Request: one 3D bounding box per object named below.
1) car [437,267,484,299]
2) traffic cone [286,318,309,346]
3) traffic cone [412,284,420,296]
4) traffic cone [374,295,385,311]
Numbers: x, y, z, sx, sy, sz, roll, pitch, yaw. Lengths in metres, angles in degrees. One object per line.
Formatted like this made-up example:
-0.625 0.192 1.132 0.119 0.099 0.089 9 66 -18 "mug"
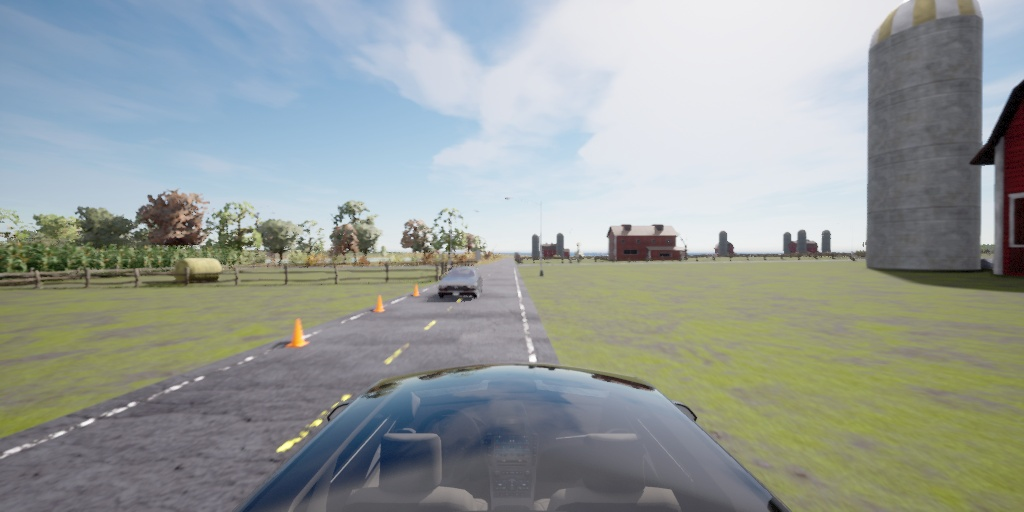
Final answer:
-2.471 1.294 18.419 2.033 1.411 5.357 0 0 0 "car"
-4.828 1.705 8.088 0.340 0.580 0.340 0 0 0 "traffic cone"
-4.832 1.702 18.088 0.340 0.580 0.340 0 0 0 "traffic cone"
-4.831 1.703 13.088 0.340 0.580 0.340 0 0 0 "traffic cone"
